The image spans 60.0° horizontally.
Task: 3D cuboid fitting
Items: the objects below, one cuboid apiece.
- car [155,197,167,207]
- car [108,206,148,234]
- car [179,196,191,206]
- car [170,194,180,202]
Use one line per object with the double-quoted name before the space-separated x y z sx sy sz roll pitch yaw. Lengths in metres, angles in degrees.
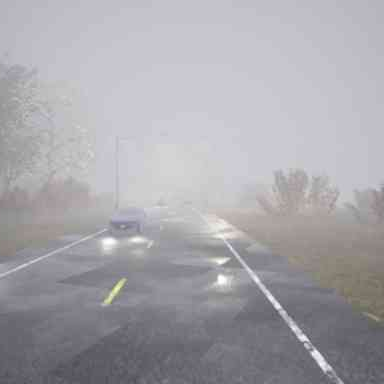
"car" -5.645 1.760 61.530 2.097 1.767 4.553 0 0 -3
"car" -3.863 1.634 20.751 1.882 1.535 5.008 0 0 -1
"car" -1.157 1.930 65.629 1.837 1.490 4.892 0 0 -4
"car" -4.002 1.572 85.584 2.150 2.045 5.566 0 0 -6
